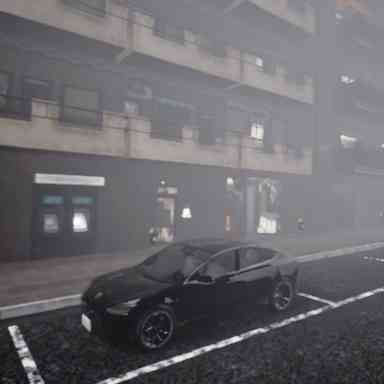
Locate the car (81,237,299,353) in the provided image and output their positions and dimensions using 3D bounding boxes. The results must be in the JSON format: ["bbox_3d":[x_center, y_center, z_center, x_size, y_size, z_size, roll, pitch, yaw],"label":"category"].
[{"bbox_3d":[0.206,1.585,6.224,4.313,1.339,1.947,0,1,-35],"label":"car"}]
